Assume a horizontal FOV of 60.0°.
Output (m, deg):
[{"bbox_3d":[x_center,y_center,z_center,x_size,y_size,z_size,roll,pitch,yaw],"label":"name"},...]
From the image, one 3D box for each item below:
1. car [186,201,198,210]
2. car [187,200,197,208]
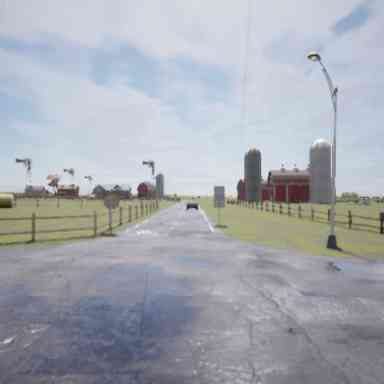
[{"bbox_3d":[0.033,2.172,55.057,1.882,1.535,5.008,0,-1,0],"label":"car"},{"bbox_3d":[0.040,2.391,65.477,1.994,1.385,4.181,0,-1,0],"label":"car"}]
